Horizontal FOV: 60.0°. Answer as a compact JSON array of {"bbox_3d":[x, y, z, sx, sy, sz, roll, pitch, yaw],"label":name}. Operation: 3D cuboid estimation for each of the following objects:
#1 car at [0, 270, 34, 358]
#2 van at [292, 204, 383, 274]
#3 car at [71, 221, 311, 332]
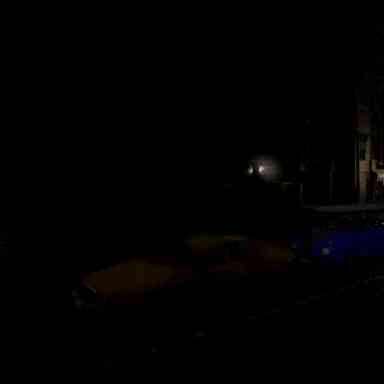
[{"bbox_3d":[-4.127,1.575,3.704,4.313,1.339,1.947,-1,0,-36],"label":"car"},{"bbox_3d":[4.679,1.274,9.999,3.998,1.788,1.690,0,0,-36],"label":"van"},{"bbox_3d":[0.138,1.497,6.753,4.829,1.417,1.752,-1,0,-36],"label":"car"}]
